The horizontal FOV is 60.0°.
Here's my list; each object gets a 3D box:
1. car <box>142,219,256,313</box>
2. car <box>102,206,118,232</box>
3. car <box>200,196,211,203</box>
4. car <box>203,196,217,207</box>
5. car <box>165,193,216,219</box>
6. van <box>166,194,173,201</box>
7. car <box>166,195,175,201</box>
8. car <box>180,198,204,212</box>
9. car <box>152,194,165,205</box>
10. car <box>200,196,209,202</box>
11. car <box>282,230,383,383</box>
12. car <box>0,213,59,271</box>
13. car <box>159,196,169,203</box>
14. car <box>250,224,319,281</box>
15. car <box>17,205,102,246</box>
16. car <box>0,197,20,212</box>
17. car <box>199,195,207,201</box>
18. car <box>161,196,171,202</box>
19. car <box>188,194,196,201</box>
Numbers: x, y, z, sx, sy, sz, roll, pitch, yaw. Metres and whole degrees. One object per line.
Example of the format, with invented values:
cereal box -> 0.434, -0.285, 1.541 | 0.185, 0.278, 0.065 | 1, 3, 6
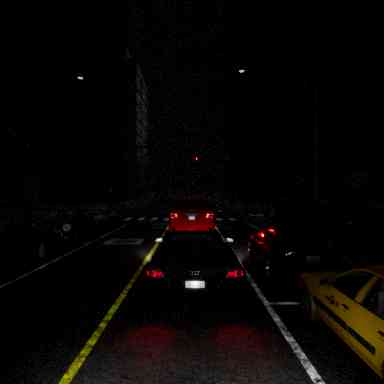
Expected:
car -> 0.058, 1.564, 7.749 | 1.994, 1.385, 4.181 | 0, 0, 0
car -> -5.767, 1.527, 20.362 | 1.752, 1.417, 4.829 | 0, 0, 0
car -> 2.751, 1.571, 68.816 | 2.008, 1.369, 4.403 | 0, 0, 0
car -> 2.753, 1.452, 52.504 | 1.967, 1.590, 4.097 | 0, 0, 0
car -> 0.000, 1.223, 17.169 | 2.150, 2.045, 5.566 | 0, 0, 0
van -> -5.778, 1.372, 85.128 | 1.690, 1.788, 3.998 | 0, 0, 0
car -> -5.778, 1.585, 90.566 | 2.008, 1.369, 4.403 | 0, 0, 0
car -> 0.085, 1.565, 40.852 | 2.033, 1.411, 5.357 | 0, 0, 10
car -> -5.773, 1.329, 57.940 | 2.192, 1.841, 5.009 | 0, 0, 0
car -> 2.750, 1.568, 74.254 | 1.887, 1.381, 4.507 | 0, 0, 0
car -> 2.761, 1.525, 4.335 | 1.752, 1.417, 4.829 | 0, 0, 0
car -> -5.766, 1.545, 9.618 | 1.887, 1.381, 4.507 | 0, 0, 0
car -> -5.775, 1.602, 68.815 | 1.802, 1.307, 4.206 | 0, 0, 0
car -> 2.760, 1.566, 9.622 | 1.947, 1.339, 4.313 | 0, 0, 0
car -> -5.766, 1.441, 15.075 | 1.967, 1.590, 4.097 | 0, 0, 0
car -> -19.071, 1.148, 31.987 | 4.902, 1.511, 2.128 | 1, 0, 0
car -> 2.748, 1.556, 85.299 | 1.752, 1.417, 4.829 | 0, 0, 0
car -> -5.776, 1.548, 74.083 | 1.752, 1.417, 4.829 | 0, 0, 0
car -> -0.015, 1.389, 89.001 | 2.097, 1.767, 4.553 | 0, 0, 0
